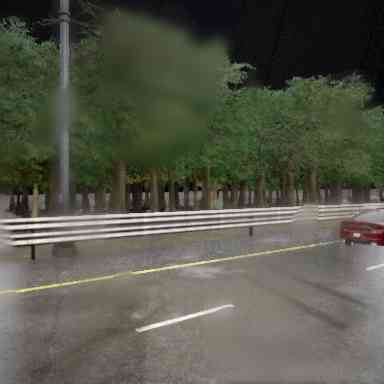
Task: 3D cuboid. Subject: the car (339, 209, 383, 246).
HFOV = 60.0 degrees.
[{"bbox_3d":[8.278,1.478,14.087,5.008,1.535,1.882,0,0,-36],"label":"car"}]
